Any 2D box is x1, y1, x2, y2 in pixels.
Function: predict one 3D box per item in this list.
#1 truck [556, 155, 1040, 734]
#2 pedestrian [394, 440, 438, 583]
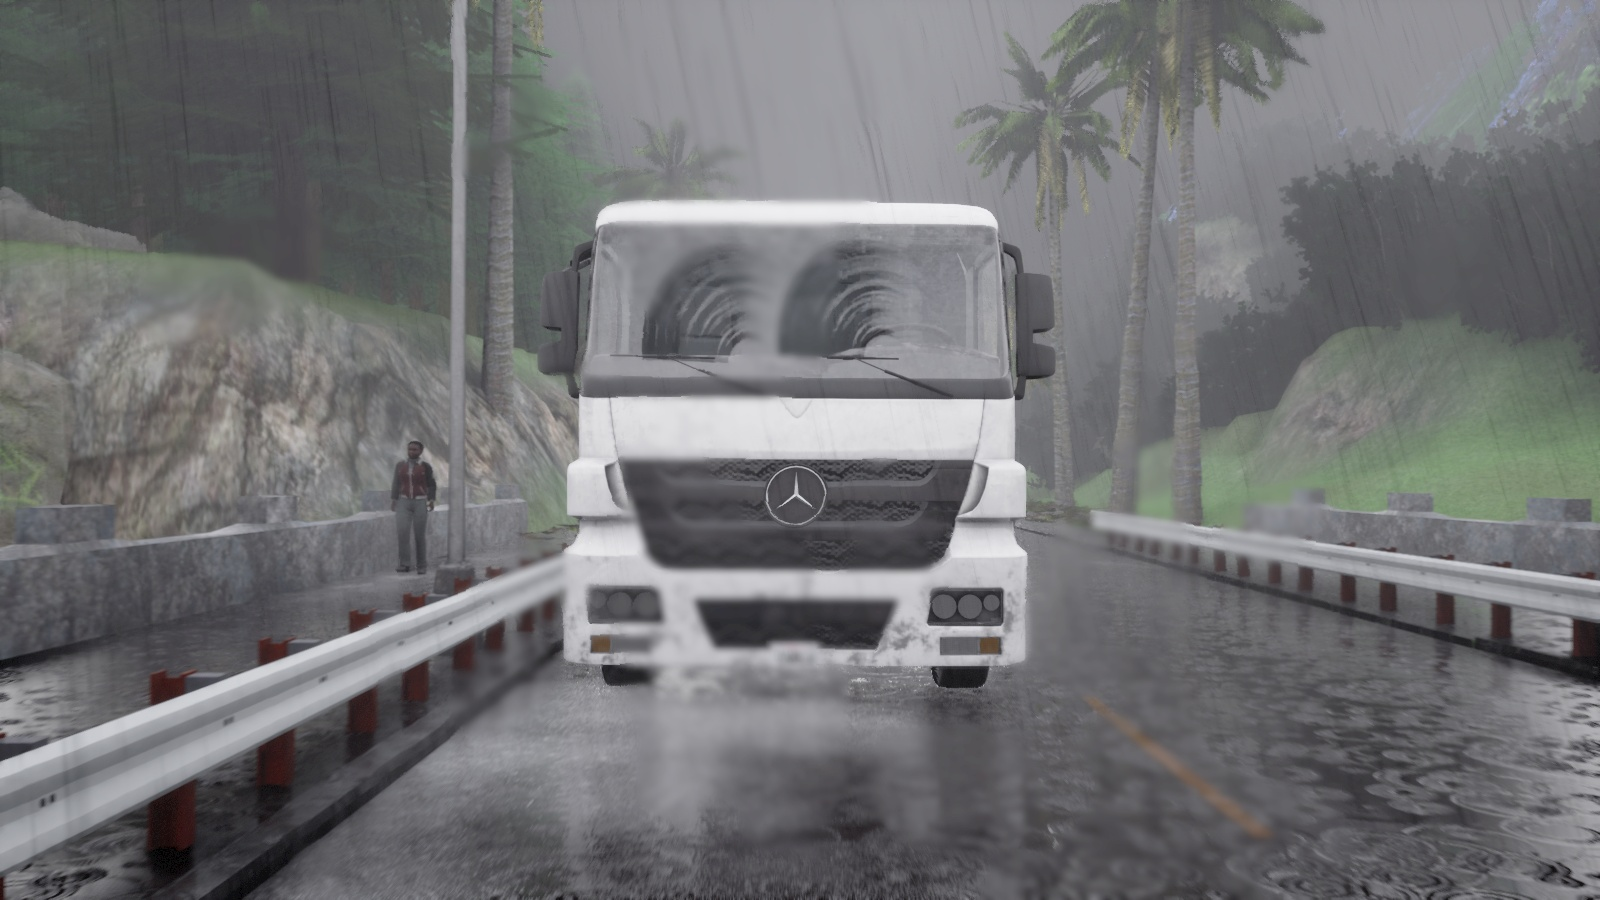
[{"bbox_3d":[-0.028,0.025,11.501,2.891,3.462,7.936,0,-1,0],"label":"truck"},{"bbox_3d":[-5.304,0.836,17.351,0.402,1.930,0.666,0,-1,0],"label":"pedestrian"}]
